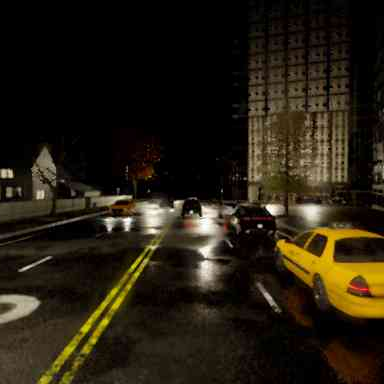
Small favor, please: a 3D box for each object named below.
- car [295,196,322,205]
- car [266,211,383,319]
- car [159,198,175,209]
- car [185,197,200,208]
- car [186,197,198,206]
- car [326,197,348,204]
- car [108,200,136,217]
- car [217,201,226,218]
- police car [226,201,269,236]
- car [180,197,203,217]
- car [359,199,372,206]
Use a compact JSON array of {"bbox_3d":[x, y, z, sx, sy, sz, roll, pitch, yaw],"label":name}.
[{"bbox_3d":[23.013,1.659,65.729,5.009,1.841,2.192,0,2,20],"label":"car"},{"bbox_3d":[3.250,1.452,7.556,1.801,1.575,5.366,0,0,0],"label":"car"},{"bbox_3d":[-3.319,1.543,45.133,2.033,1.411,5.357,0,0,0],"label":"car"},{"bbox_3d":[0.079,1.488,47.666,2.128,1.511,4.902,0,0,0],"label":"car"},{"bbox_3d":[0.001,1.551,56.699,2.033,1.411,5.357,0,0,0],"label":"car"},{"bbox_3d":[31.047,1.738,71.184,4.403,1.369,2.008,0,2,20],"label":"car"},{"bbox_3d":[-6.596,1.468,31.869,1.882,1.535,5.008,0,0,0],"label":"car"},{"bbox_3d":[3.250,1.516,29.374,1.812,1.442,4.674,0,0,0],"label":"car"},{"bbox_3d":[3.250,1.417,18.480,1.930,1.638,5.238,0,0,0],"label":"police car"},{"bbox_3d":[-0.030,1.494,31.478,1.837,1.490,4.892,0,0,0],"label":"car"},{"bbox_3d":[33.660,1.976,61.837,4.507,1.381,1.887,0,2,20],"label":"car"}]
